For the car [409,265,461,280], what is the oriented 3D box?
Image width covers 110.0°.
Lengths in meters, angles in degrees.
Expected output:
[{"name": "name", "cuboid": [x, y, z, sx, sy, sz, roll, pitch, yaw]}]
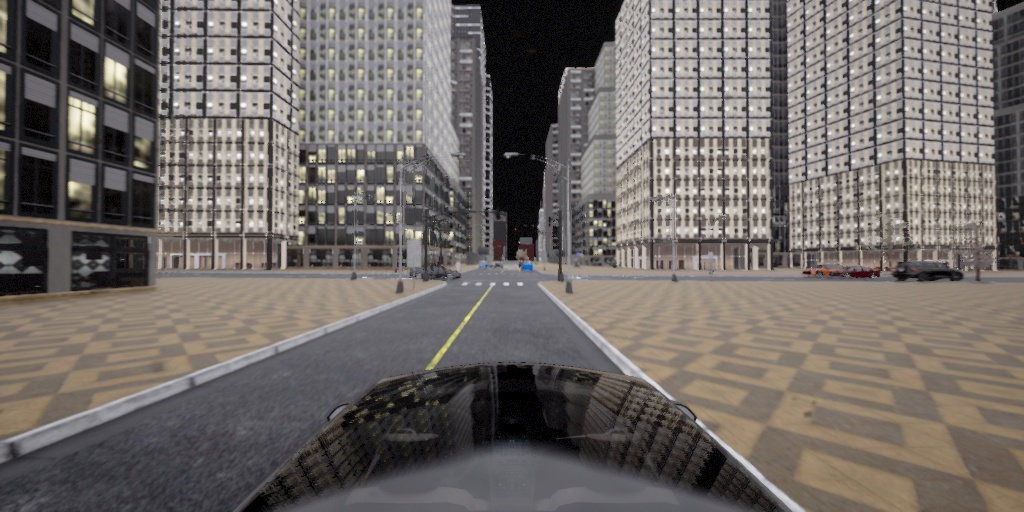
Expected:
[{"name": "car", "cuboid": [-7.340, 1.610, 34.452, 4.892, 1.490, 1.837, 2, -1, -1]}]

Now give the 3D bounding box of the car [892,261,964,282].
[{"name": "car", "cuboid": [41.146, 1.548, 35.560, 5.566, 2.045, 2.150, 0, -1, -2]}]

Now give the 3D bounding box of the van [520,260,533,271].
[{"name": "van", "cuboid": [2.660, 1.680, 60.565, 1.690, 1.789, 3.998, 0, 0, 0]}]

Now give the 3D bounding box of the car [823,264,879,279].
[{"name": "car", "cuboid": [40.075, 1.921, 42.093, 5.008, 1.535, 1.882, 0, -1, -2]}]

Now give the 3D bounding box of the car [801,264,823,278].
[{"name": "car", "cuboid": [39.348, 1.838, 45.305, 4.553, 1.767, 2.097, 0, -1, -1]}]
